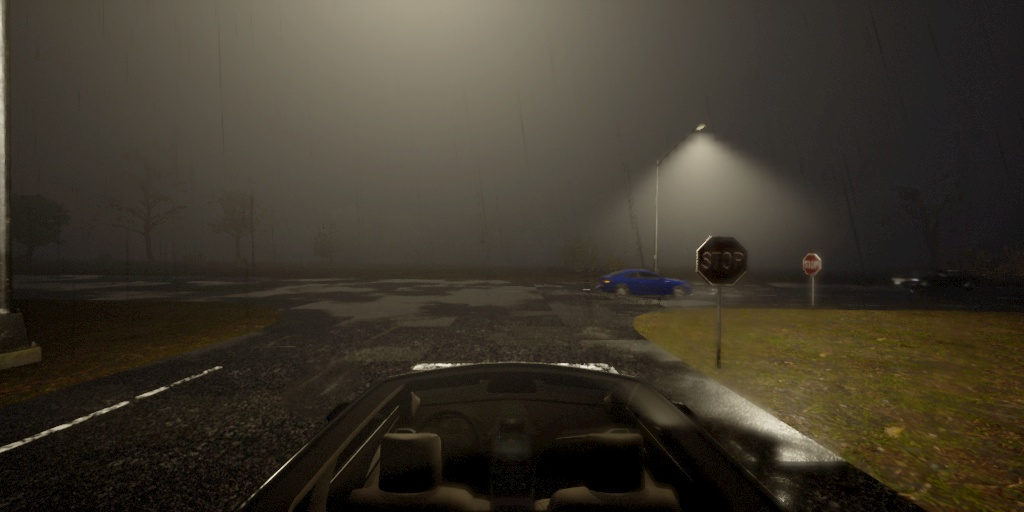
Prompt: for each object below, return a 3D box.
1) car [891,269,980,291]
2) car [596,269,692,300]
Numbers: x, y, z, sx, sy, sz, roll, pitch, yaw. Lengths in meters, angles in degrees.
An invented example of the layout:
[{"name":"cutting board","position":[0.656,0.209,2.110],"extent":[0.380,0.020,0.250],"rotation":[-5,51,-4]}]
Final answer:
[{"name":"car","position":[29.683,1.640,25.246],"extent":[4.902,1.511,2.128],"rotation":[0,1,0]},{"name":"car","position":[6.687,1.409,18.399],"extent":[4.674,1.442,1.812],"rotation":[1,0,0]}]
